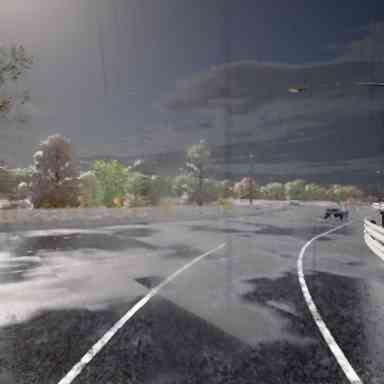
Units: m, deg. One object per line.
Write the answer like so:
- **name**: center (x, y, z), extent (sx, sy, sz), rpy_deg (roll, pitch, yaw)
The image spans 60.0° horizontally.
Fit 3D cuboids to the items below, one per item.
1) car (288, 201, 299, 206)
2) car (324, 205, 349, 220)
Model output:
- **car**: center (27.011, 3.067, 88.265), extent (2.033, 1.411, 5.357), rpy_deg (0, -1, 4)
- **car**: center (15.597, 2.173, 35.878), extent (1.837, 1.490, 4.892), rpy_deg (1, -1, 33)
